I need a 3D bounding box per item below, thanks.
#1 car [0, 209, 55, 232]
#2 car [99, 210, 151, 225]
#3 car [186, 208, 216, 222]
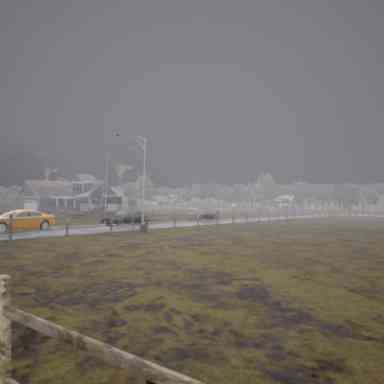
[{"bbox_3d":[-12.345,2.020,23.811,1.882,1.535,5.008,0,-2,34],"label":"car"},{"bbox_3d":[-6.345,2.506,32.365,2.033,1.411,5.357,0,-2,35],"label":"car"},{"bbox_3d":[1.266,2.849,43.083,2.097,1.767,4.553,0,-2,36],"label":"car"}]
